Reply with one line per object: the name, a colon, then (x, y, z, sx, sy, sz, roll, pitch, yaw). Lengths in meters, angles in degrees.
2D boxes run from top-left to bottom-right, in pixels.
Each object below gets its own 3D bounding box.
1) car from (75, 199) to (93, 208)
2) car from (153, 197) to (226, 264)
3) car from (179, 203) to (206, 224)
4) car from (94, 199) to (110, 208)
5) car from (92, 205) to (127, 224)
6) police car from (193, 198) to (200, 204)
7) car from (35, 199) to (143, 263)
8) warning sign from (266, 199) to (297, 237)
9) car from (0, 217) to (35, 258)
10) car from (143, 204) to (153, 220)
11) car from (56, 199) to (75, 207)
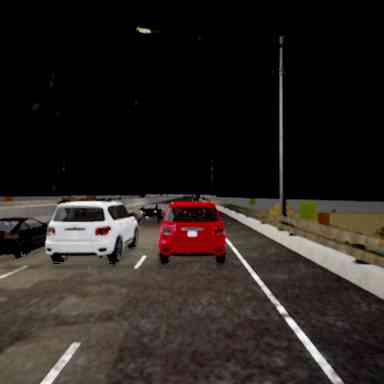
car: (-20.952, 2.140, 64.587, 1.882, 1.535, 5.008, 0, 0, 0)
car: (0.020, 1.354, 12.556, 2.150, 2.045, 5.566, 0, 0, 0)
car: (0.044, 1.785, 28.513, 2.128, 1.511, 4.902, 0, 0, 0)
car: (-17.457, 2.164, 64.740, 1.837, 1.490, 4.892, 0, 0, 0)
car: (-6.953, 1.858, 28.541, 1.994, 1.385, 4.181, 0, 0, 0)
police car: (1.121, 2.365, 92.143, 1.930, 1.638, 5.238, 0, -1, 0)
car: (-3.480, 1.355, 12.589, 2.150, 2.045, 5.566, 0, 0, 0)
warning sign: (4.568, 1.290, 17.031, 1.300, 1.860, 1.060, 0, 0, 0)
car: (-6.970, 1.704, 13.398, 1.994, 1.385, 4.181, 0, 0, 1)
car: (-3.457, 1.786, 28.503, 2.128, 1.511, 4.902, 0, 0, 1)
car: (-24.450, 2.187, 64.512, 1.812, 1.442, 4.674, 0, 0, 0)
